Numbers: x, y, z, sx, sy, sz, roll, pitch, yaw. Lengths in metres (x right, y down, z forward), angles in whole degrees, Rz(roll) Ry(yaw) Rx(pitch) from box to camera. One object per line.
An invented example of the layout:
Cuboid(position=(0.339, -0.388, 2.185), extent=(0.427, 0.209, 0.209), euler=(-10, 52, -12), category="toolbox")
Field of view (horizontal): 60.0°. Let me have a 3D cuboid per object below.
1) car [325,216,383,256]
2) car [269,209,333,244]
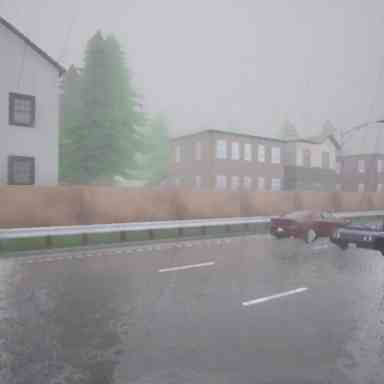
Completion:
Cuboid(position=(7.821, 1.732, 13.745), extent=(4.718, 1.301, 1.895), euler=(1, 0, -35), category="car")
Cuboid(position=(6.091, 1.612, 16.806), extent=(5.008, 1.535, 1.882), euler=(0, 0, -35), category="car")
